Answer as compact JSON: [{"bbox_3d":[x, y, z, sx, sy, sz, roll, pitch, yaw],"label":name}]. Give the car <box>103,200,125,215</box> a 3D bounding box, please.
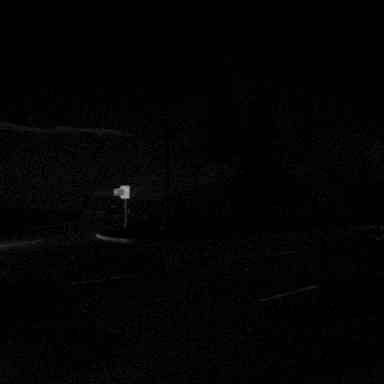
[{"bbox_3d":[-8.615,1.672,36.850,1.837,1.490,4.892,3,-1,-22],"label":"car"}]
